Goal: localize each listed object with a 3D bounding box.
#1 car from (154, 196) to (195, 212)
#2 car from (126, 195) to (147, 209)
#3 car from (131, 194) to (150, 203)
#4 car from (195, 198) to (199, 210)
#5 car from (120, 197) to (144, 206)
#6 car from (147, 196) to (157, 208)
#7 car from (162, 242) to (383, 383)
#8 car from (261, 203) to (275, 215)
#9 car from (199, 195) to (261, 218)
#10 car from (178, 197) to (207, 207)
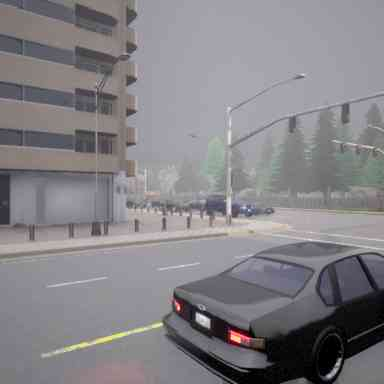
[{"bbox_3d":[-2.140,1.560,39.366,1.837,1.490,4.892,0,0,-36],"label":"car"},{"bbox_3d":[-8.218,1.560,47.820,1.837,1.490,4.892,0,0,-36],"label":"car"},{"bbox_3d":[-10.951,1.408,69.866,2.097,1.767,4.553,0,0,-36],"label":"car"},{"bbox_3d":[1.047,1.581,40.945,1.812,1.442,4.674,0,0,-36],"label":"car"},{"bbox_3d":[-10.372,1.603,56.868,2.033,1.411,5.357,0,0,-35],"label":"car"},{"bbox_3d":[-4.197,1.407,48.225,2.097,1.767,4.553,0,0,-36],"label":"car"},{"bbox_3d":[2.180,1.547,5.334,5.357,1.411,2.033,0,0,-35],"label":"car"},{"bbox_3d":[6.294,1.619,33.644,1.994,1.385,4.181,0,0,-36],"label":"car"},{"bbox_3d":[3.456,1.277,31.593,2.150,2.045,5.566,0,0,-36],"label":"car"},{"bbox_3d":[-0.066,1.603,54.795,2.033,1.411,5.357,0,0,-36],"label":"car"}]
